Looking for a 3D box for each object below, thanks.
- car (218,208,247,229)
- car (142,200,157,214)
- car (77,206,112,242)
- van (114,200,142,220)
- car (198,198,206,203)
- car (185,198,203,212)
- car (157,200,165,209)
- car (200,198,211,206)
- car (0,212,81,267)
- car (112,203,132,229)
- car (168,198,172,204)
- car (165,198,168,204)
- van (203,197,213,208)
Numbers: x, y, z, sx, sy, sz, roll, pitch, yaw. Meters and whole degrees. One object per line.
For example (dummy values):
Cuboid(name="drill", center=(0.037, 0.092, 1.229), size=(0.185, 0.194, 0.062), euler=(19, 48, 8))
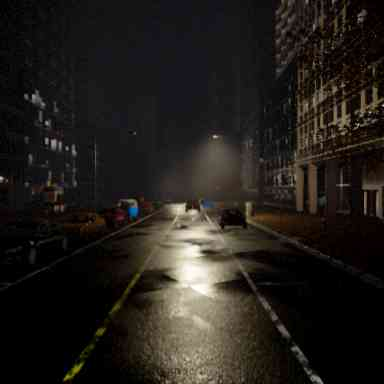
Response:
Cuboid(name="car", center=(2.686, 1.750, 22.779), size=(1.802, 1.307, 4.206), euler=(-1, 0, 0))
Cuboid(name="car", center=(-5.690, 1.844, 39.655), size=(1.887, 1.381, 4.507), euler=(-1, 0, 0))
Cuboid(name="car", center=(-5.697, 1.650, 16.987), size=(1.752, 1.417, 4.829), euler=(-1, 0, 0))
Cuboid(name="van", center=(-5.697, 1.553, 28.407), size=(1.690, 1.788, 3.998), euler=(-1, 0, 0))
Cuboid(name="car", center=(2.703, 2.252, 90.448), size=(1.752, 1.417, 4.829), euler=(-1, -1, 0))
Cuboid(name="car", center=(0.113, 1.821, 45.242), size=(1.882, 1.535, 5.008), euler=(0, -1, 0))
Cuboid(name="car", center=(-5.687, 1.940, 50.906), size=(2.008, 1.369, 4.403), euler=(-1, 0, 0))
Cuboid(name="car", center=(2.695, 1.970, 67.779), size=(1.967, 1.590, 4.097), euler=(-1, 0, 0))
Cuboid(name="car", center=(-5.698, 1.635, 11.531), size=(2.008, 1.369, 4.403), euler=(-1, 0, 0))
Cuboid(name="car", center=(-5.695, 1.713, 22.781), size=(1.887, 1.381, 4.507), euler=(-1, 0, 0))
Cuboid(name="car", center=(-5.680, 2.177, 79.029), size=(2.008, 1.369, 4.403), euler=(-1, 0, 0))
Cuboid(name="car", center=(-5.686, 1.986, 56.530), size=(2.008, 1.369, 4.403), euler=(-1, 0, 0))
Cuboid(name="van", center=(2.690, 1.777, 56.531), size=(1.690, 1.788, 3.998), euler=(-1, 0, 0))
